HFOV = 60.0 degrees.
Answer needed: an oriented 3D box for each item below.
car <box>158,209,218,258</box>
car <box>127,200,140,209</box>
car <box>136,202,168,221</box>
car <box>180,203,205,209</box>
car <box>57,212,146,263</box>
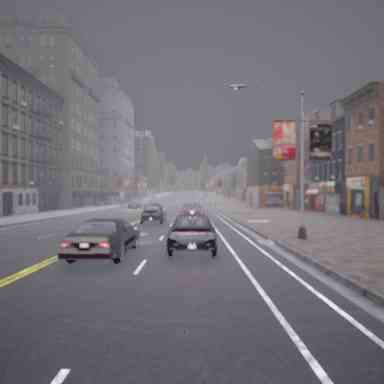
[{"bbox_3d":[0.021,1.645,13.534,2.128,1.511,4.902,0,-1,0],"label":"car"},{"bbox_3d":[-9.818,2.191,56.935,1.837,1.490,4.892,0,0,0],"label":"car"},{"bbox_3d":[-3.228,1.869,28.538,1.837,1.490,4.892,0,0,0],"label":"car"},{"bbox_3d":[0.022,1.712,28.440,2.097,1.767,4.553,0,-1,0],"label":"car"},{"bbox_3d":[-3.241,1.687,12.534,2.033,1.411,5.357,0,-1,0],"label":"car"}]
